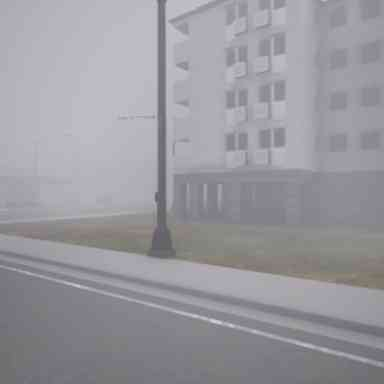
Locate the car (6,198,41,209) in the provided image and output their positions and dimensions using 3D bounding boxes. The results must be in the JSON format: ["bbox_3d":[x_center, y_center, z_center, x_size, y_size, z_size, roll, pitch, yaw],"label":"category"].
[{"bbox_3d":[-22.326,1.498,44.102,1.994,1.385,4.181,0,0,32],"label":"car"}]

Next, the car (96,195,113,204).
[{"bbox_3d":[-16.058,1.375,61.216,1.882,1.535,5.008,0,0,7],"label":"car"}]
